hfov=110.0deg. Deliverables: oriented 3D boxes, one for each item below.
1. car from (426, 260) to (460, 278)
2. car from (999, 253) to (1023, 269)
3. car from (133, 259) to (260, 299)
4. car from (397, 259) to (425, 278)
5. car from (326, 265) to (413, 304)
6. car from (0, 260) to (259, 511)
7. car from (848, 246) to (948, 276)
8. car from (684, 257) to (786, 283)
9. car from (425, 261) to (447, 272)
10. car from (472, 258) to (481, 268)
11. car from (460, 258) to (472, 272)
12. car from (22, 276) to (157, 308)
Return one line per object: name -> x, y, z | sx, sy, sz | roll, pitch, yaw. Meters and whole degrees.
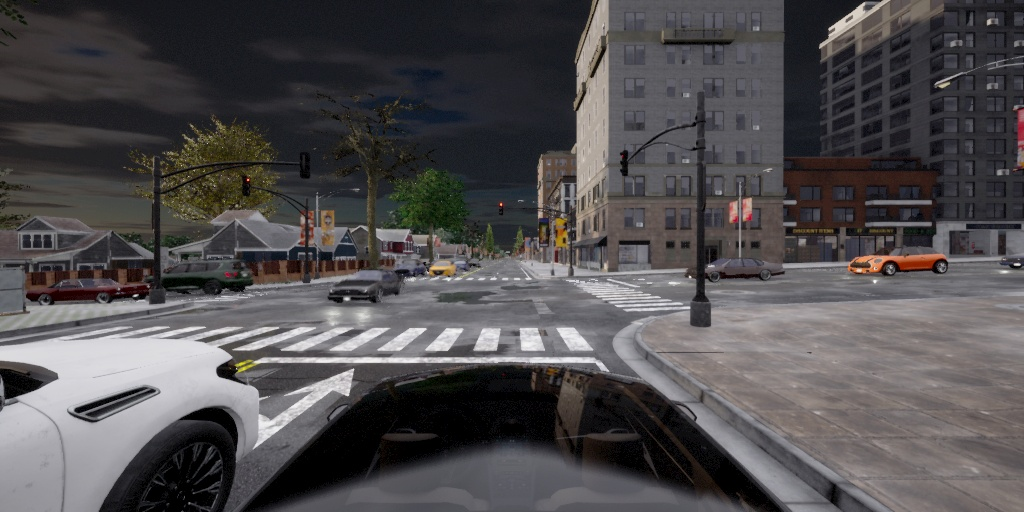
car -> -6.630, 1.243, 34.670 | 1.882, 1.535, 5.008 | 0, 0, 0
car -> 33.567, 0.038, 21.943 | 5.357, 1.411, 2.033 | -2, 0, 0
car -> -18.560, 1.316, 21.323 | 5.566, 2.045, 2.150 | -2, 1, -1
car -> -9.875, 1.118, 34.564 | 2.097, 1.767, 4.553 | 0, 0, 0
car -> -6.602, 1.325, 17.009 | 2.033, 1.411, 5.357 | 0, 0, 0
car -> -3.146, 0.972, 0.545 | 2.150, 2.045, 5.566 | 0, 0, 0
car -> 23.427, 0.218, 21.911 | 4.553, 1.767, 2.097 | -2, 0, 0
car -> 13.507, 0.793, 21.879 | 5.357, 1.411, 2.033 | -2, 0, 0
car -> -9.887, 1.346, 47.211 | 1.994, 1.385, 4.181 | 0, 0, 0
car -> -6.621, 1.175, 62.066 | 2.097, 1.767, 4.553 | 0, 0, 0
car -> -6.640, 1.307, 46.443 | 1.812, 1.442, 4.674 | 0, 0, 0
car -> -21.638, 1.807, 18.524 | 4.718, 1.301, 1.895 | -2, 0, 0
